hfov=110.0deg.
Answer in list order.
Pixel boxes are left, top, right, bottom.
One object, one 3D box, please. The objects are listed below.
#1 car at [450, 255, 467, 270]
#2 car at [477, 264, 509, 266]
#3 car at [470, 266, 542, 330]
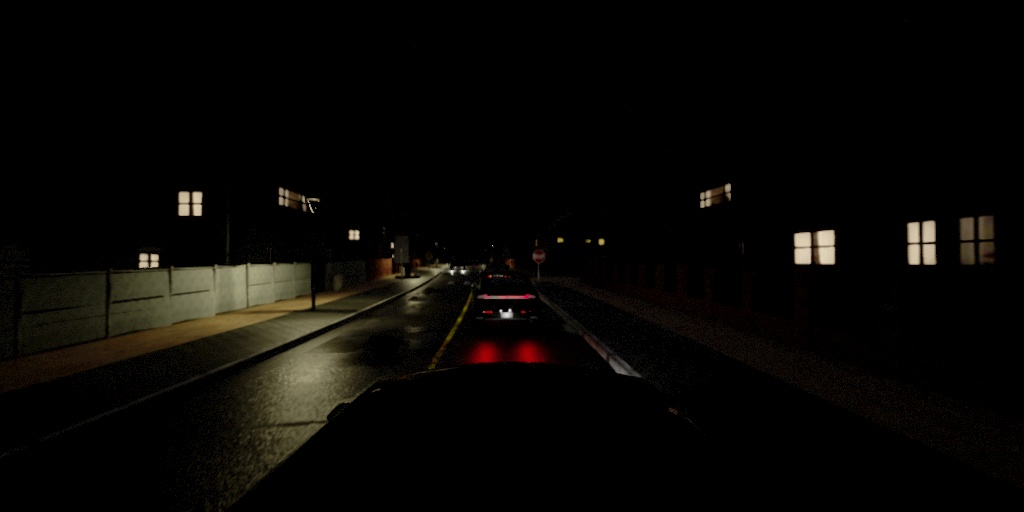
[{"bbox_3d":[-7.826,0.930,52.170,2.150,2.045,5.566,0,0,-8],"label":"car"},{"bbox_3d":[-0.808,1.203,20.300,1.837,1.490,4.892,0,0,-3],"label":"car"},{"bbox_3d":[-0.229,1.206,11.010,2.128,1.511,4.902,0,0,-3],"label":"car"}]
